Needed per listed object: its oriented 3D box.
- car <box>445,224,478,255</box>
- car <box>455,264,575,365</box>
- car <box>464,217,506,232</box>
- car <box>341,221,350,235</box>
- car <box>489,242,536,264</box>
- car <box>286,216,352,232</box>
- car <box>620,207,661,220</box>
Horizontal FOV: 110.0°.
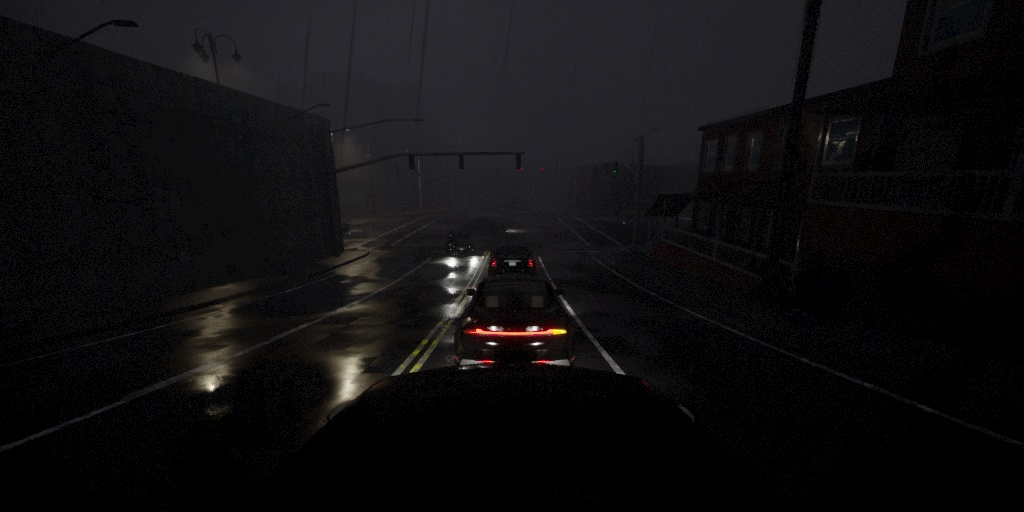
[{"bbox_3d":[-3.752,-1.133,25.883,1.837,1.490,4.892,1,11,-12],"label":"car"},{"bbox_3d":[0.056,1.122,7.164,1.837,1.490,4.892,0,2,0],"label":"car"},{"bbox_3d":[-2.711,-3.191,35.674,4.181,1.385,1.994,0,12,0],"label":"car"},{"bbox_3d":[-17.234,-2.660,32.273,4.553,1.767,2.097,0,12,0],"label":"car"},{"bbox_3d":[0.026,0.086,17.418,2.097,1.767,4.553,0,7,0],"label":"car"},{"bbox_3d":[-19.146,-3.219,35.745,5.357,1.411,2.033,0,12,0],"label":"car"},{"bbox_3d":[16.471,-5.544,46.019,5.008,1.535,1.882,0,12,0],"label":"car"}]
